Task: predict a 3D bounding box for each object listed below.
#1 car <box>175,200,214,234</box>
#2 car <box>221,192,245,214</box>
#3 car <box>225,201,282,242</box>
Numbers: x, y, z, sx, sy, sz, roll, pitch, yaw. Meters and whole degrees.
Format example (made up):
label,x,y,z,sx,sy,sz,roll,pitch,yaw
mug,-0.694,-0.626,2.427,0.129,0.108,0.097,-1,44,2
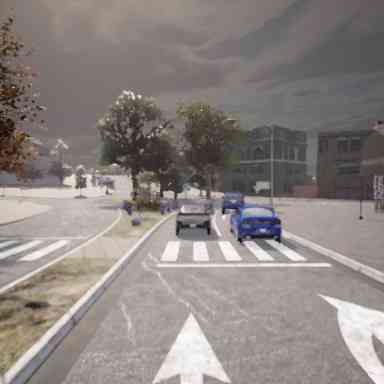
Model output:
label,x,y,z,sx,sy,sz,roll,pitch,yaw
car,0.093,1.410,18.591,2.128,1.511,4.902,0,0,1
car,4.014,0.976,32.449,2.150,2.045,5.566,0,1,7
car,2.929,1.408,16.099,1.882,1.535,5.008,0,1,1
